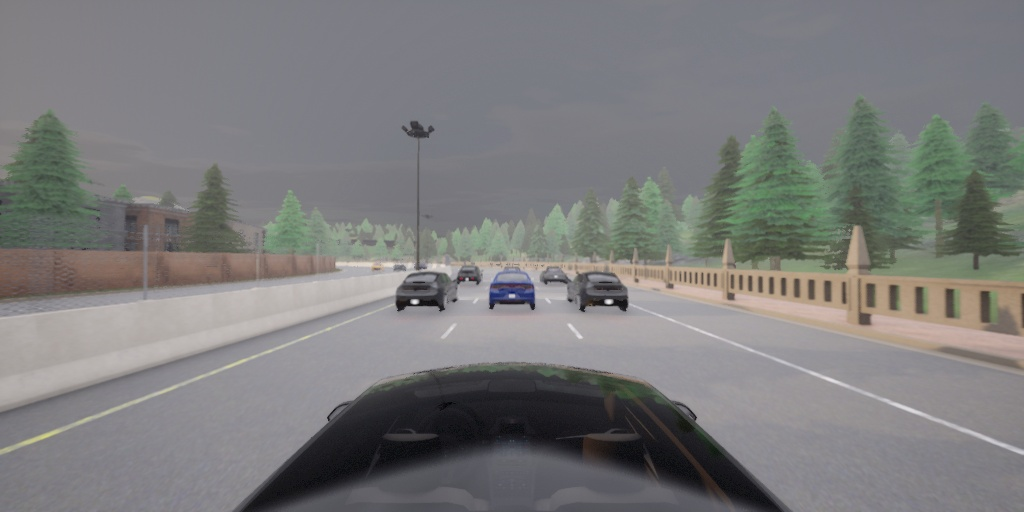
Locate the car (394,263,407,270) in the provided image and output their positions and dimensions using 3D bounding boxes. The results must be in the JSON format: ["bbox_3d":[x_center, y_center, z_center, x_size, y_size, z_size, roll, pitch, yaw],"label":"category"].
[{"bbox_3d":[-19.177,1.966,61.604,1.994,1.385,4.181,0,-1,-18],"label":"car"}]

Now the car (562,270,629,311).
[{"bbox_3d":[3.514,1.406,15.353,1.837,1.490,4.892,0,0,0],"label":"car"}]

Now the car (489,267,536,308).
[{"bbox_3d":[0.019,1.384,16.083,1.882,1.535,5.008,0,0,0],"label":"car"}]

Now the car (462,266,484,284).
[{"bbox_3d":[-3.528,1.569,30.352,1.837,1.490,4.892,0,0,0],"label":"car"}]

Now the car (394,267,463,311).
[{"bbox_3d":[-3.487,1.406,15.342,1.837,1.490,4.892,0,0,0],"label":"car"}]

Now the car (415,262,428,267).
[{"bbox_3d":[-15.997,1.771,63.136,2.097,1.767,4.553,0,-1,-18],"label":"car"}]

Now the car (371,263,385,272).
[{"bbox_3d":[-22.125,1.855,59.340,1.882,1.535,5.008,0,-1,-18],"label":"car"}]

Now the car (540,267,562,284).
[{"bbox_3d":[3.472,1.627,30.404,1.994,1.385,4.181,0,-1,-1],"label":"car"}]
